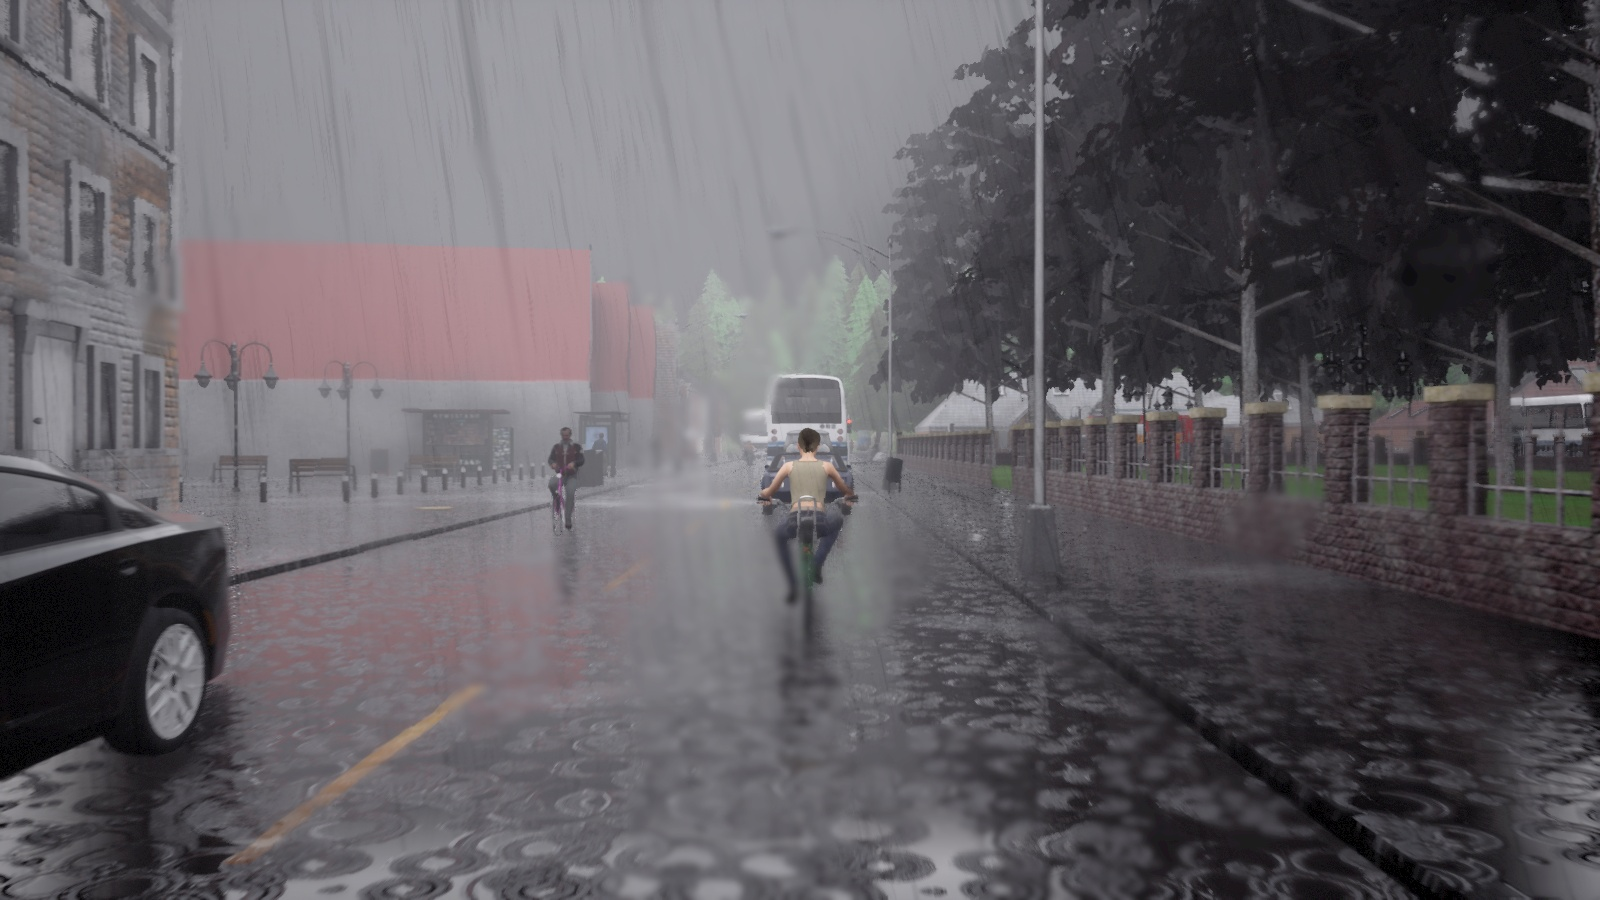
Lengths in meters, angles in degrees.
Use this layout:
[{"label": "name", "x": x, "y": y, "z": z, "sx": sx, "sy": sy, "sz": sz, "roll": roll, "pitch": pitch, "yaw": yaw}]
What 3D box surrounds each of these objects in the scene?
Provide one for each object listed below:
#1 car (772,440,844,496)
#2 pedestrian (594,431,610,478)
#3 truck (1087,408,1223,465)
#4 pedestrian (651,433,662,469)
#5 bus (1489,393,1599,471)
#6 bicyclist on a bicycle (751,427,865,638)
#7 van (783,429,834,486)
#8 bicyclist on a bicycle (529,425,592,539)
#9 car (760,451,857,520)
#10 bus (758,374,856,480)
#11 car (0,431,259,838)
[{"label": "car", "x": 0.235, "y": 0.485, "z": 37.001, "sx": 2.007, "sy": 1.525, "sz": 4.514, "roll": 0, "pitch": 0, "yaw": 0}, {"label": "pedestrian", "x": -7.771, "y": 0.171, "z": 49.247, "sx": 0.370, "sy": 1.835, "sz": 0.726, "roll": 0, "pitch": 0, "yaw": 13}, {"label": "truck", "x": 24.238, "y": -0.883, "z": 85.935, "sx": 8.468, "sy": 3.827, "sz": 2.891, "roll": 0, "pitch": 0, "yaw": -1}, {"label": "pedestrian", "x": -7.749, "y": 0.068, "z": 67.836, "sx": 0.402, "sy": 1.930, "sz": 0.666, "roll": 0, "pitch": 0, "yaw": 11}, {"label": "bus", "x": 45.334, "y": -1.010, "z": 73.934, "sx": 3.944, "sy": 4.253, "sz": 10.273, "roll": 0, "pitch": 0, "yaw": 0}, {"label": "bicyclist on a bicycle", "x": 0.068, "y": 0.625, "z": 10.342, "sx": 0.866, "sy": 1.612, "sz": 1.509, "roll": 0, "pitch": 0, "yaw": 1}, {"label": "van", "x": 0.297, "y": 0.240, "z": 45.988, "sx": 1.775, "sy": 1.987, "sz": 4.442, "roll": 0, "pitch": 0, "yaw": 0}, {"label": "bicyclist on a bicycle", "x": -3.871, "y": 0.499, "z": 20.416, "sx": 0.659, "sy": 1.776, "sz": 1.843, "roll": 0, "pitch": 0, "yaw": 0}, {"label": "car", "x": 0.167, "y": 0.695, "z": 26.918, "sx": 1.895, "sy": 1.301, "sz": 4.718, "roll": 0, "pitch": 0, "yaw": 0}, {"label": "bus", "x": 0.371, "y": -0.944, "z": 55.725, "sx": 3.944, "sy": 4.253, "sz": 10.273, "roll": 0, "pitch": 0, "yaw": 1}, {"label": "car", "x": -3.960, "y": 0.696, "z": 4.478, "sx": 1.882, "sy": 1.535, "sz": 5.008, "roll": 0, "pitch": 0, "yaw": 0}]
